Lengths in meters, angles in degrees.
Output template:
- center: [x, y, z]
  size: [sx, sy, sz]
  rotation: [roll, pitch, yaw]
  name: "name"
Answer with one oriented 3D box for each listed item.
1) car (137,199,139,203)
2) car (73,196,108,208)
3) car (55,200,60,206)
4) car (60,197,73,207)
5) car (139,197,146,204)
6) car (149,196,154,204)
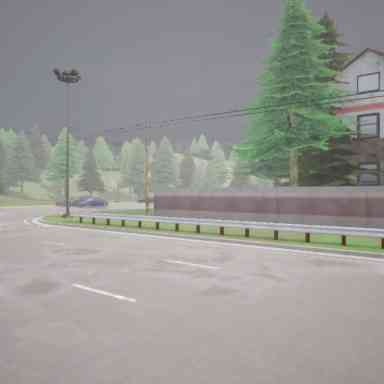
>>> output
- center: [-8.895, 1.601, 66.772]
  size: [1.895, 1.301, 4.718]
  rotation: [0, 0, 36]
  name: "car"
- center: [-14.138, 1.527, 47.679]
  size: [1.812, 1.442, 4.674]
  rotation: [0, 1, 36]
  name: "car"
- center: [-19.295, 1.526, 52.492]
  size: [1.812, 1.442, 4.674]
  rotation: [0, 0, 36]
  name: "car"
- center: [-16.801, 1.354, 49.966]
  size: [2.097, 1.767, 4.553]
  rotation: [0, 0, 36]
  name: "car"
- center: [-7.174, 1.477, 63.246]
  size: [1.882, 1.535, 5.008]
  rotation: [0, 0, 36]
  name: "car"
- center: [-5.079, 1.526, 60.214]
  size: [1.812, 1.442, 4.674]
  rotation: [0, 0, 36]
  name: "car"
